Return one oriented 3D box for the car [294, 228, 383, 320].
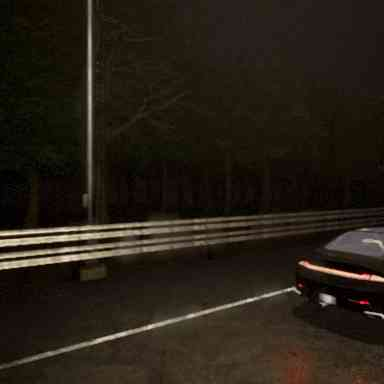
[{"bbox_3d":[4.125,1.478,6.695,4.902,1.511,2.128,0,0,-36],"label":"car"}]
